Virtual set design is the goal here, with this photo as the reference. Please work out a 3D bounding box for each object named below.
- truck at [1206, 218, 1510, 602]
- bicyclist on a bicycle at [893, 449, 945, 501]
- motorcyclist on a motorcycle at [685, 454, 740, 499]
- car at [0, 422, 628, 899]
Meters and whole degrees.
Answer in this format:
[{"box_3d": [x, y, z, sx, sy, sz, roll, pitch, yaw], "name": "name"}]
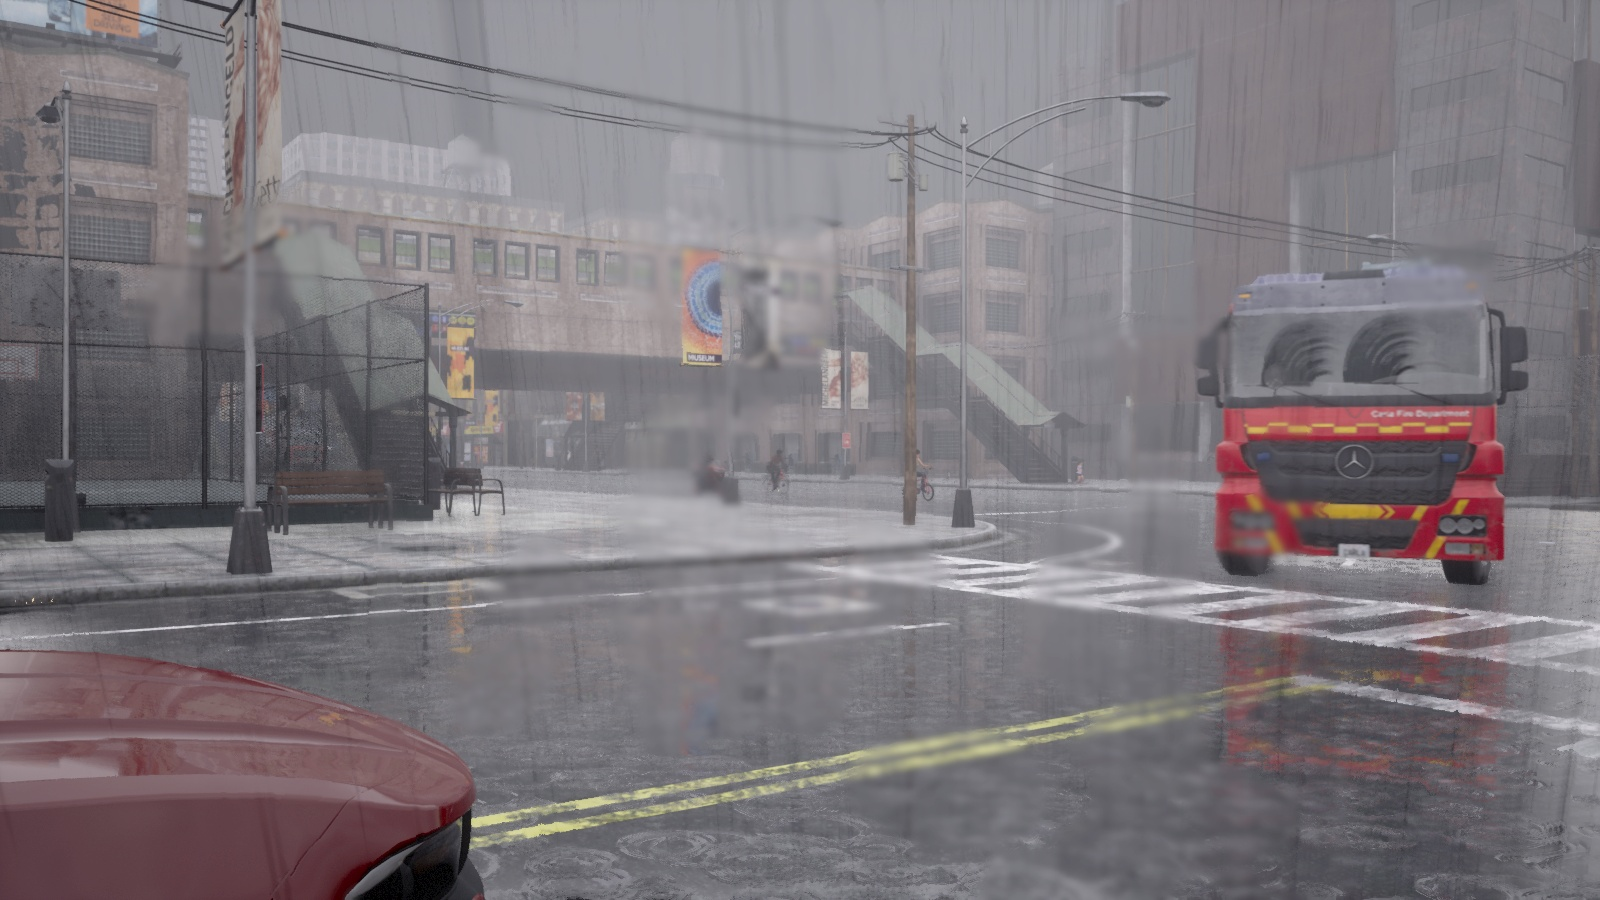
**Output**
[{"box_3d": [7.475, -0.394, 16.970, 2.891, 3.827, 8.468, 0, 0, 24], "name": "truck"}, {"box_3d": [3.733, 0.770, 39.578, 0.866, 1.612, 1.509, 0, 0, -35], "name": "bicyclist on a bicycle"}, {"box_3d": [-3.026, 0.892, 43.197, 0.866, 1.530, 2.191, 0, 0, -35], "name": "motorcyclist on a motorcycle"}, {"box_3d": [-2.898, 0.733, 1.605, 5.008, 1.535, 1.882, 0, 0, -36], "name": "car"}]
